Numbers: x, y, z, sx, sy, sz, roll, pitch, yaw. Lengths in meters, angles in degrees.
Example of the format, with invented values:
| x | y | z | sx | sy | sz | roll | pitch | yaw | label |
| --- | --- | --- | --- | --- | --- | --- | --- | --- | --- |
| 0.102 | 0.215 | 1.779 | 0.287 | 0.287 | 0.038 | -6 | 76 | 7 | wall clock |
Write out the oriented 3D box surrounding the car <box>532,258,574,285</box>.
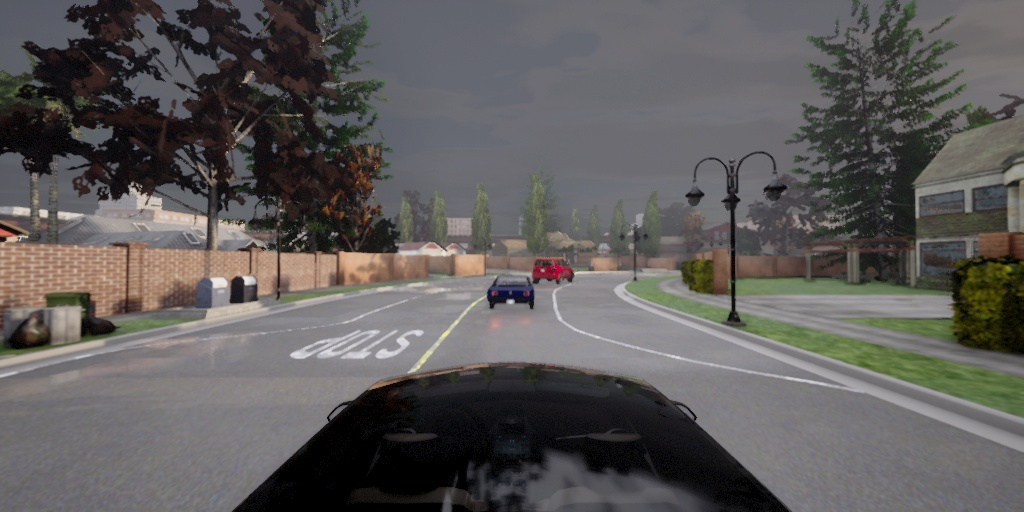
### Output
| x | y | z | sx | sy | sz | roll | pitch | yaw | label |
| --- | --- | --- | --- | --- | --- | --- | --- | --- | --- |
| 3.453 | 1.220 | 29.649 | 2.150 | 2.045 | 5.566 | 0 | 0 | 25 | car |

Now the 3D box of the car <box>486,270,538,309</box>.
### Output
| x | y | z | sx | sy | sz | roll | pitch | yaw | label |
| --- | --- | --- | --- | --- | --- | --- | --- | --- | --- |
| 0.072 | 1.482 | 15.877 | 1.895 | 1.301 | 4.718 | 0 | 0 | 3 | car |
